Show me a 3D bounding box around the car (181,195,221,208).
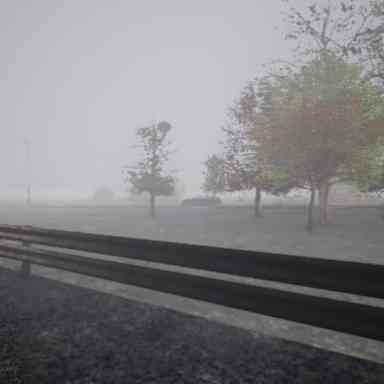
[{"bbox_3d":[1.131,1.111,40.918,4.902,1.511,2.128,0,0,11],"label":"car"}]
